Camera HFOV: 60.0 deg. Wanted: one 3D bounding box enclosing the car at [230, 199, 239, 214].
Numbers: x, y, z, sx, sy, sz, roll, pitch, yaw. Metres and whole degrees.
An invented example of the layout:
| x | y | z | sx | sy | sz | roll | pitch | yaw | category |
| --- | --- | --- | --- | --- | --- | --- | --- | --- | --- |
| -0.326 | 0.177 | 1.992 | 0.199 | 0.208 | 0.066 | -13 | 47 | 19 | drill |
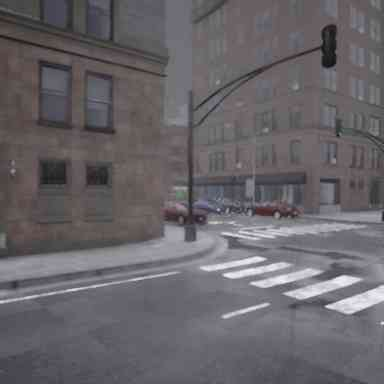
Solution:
| x | y | z | sx | sy | sz | roll | pitch | yaw | category |
| --- | --- | --- | --- | --- | --- | --- | --- | --- | --- |
| 2.940 | 1.246 | 30.198 | 2.008 | 1.369 | 4.403 | 1 | 0 | -36 | car |

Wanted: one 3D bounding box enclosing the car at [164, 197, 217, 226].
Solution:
| x | y | z | sx | sy | sz | roll | pitch | yaw | category |
| --- | --- | --- | --- | --- | --- | --- | --- | --- | --- |
| -0.790 | 1.260 | 20.761 | 1.887 | 1.381 | 4.507 | 2 | 0 | -36 | car |

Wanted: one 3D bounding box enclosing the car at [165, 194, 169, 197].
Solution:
| x | y | z | sx | sy | sz | roll | pitch | yaw | category |
| --- | --- | --- | --- | --- | --- | --- | --- | --- | --- |
| -3.463 | 0.979 | 39.153 | 1.967 | 1.590 | 4.097 | 1 | 0 | -36 | car |

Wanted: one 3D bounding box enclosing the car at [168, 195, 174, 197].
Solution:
| x | y | z | sx | sy | sz | roll | pitch | yaw | category |
| --- | --- | --- | --- | --- | --- | --- | --- | --- | --- |
| -0.263 | 1.182 | 34.675 | 1.947 | 1.339 | 4.313 | 1 | 0 | -36 | car |

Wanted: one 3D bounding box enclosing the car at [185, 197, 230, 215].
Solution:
| x | y | z | sx | sy | sz | roll | pitch | yaw | category |
| --- | --- | --- | --- | --- | --- | --- | --- | --- | --- |
| 0.791 | 1.206 | 28.436 | 1.812 | 1.442 | 4.674 | 0 | 1 | -36 | car |

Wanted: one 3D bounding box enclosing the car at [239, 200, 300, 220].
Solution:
| x | y | z | sx | sy | sz | roll | pitch | yaw | category |
| --- | --- | --- | --- | --- | --- | --- | --- | --- | --- |
| 6.143 | 1.318 | 25.721 | 1.887 | 1.381 | 4.507 | 1 | 0 | -36 | car |
